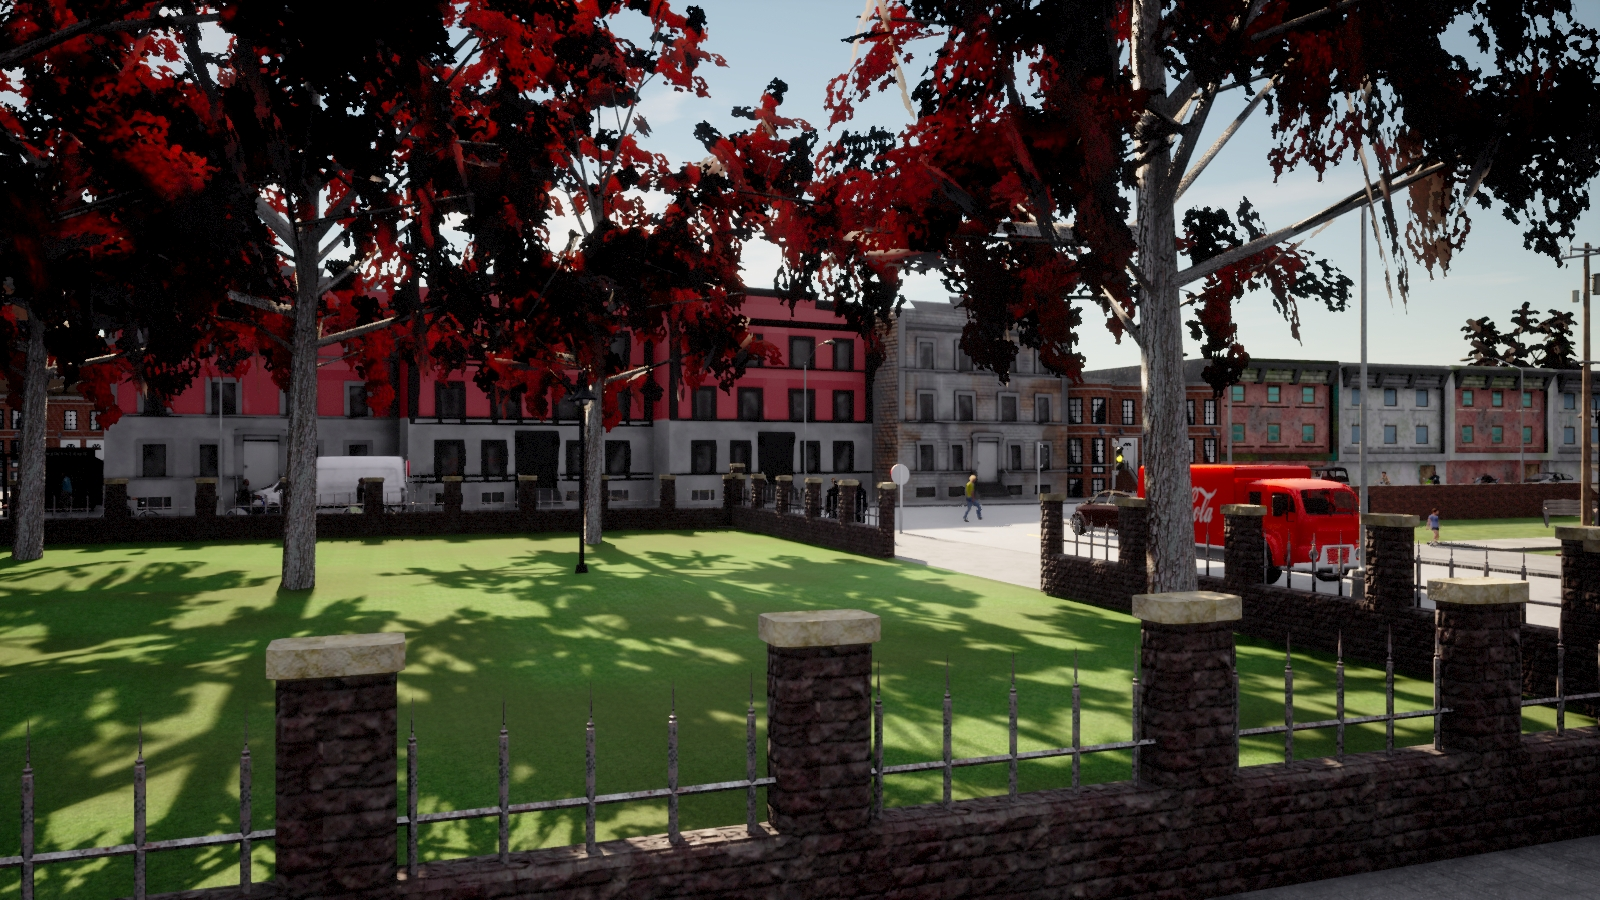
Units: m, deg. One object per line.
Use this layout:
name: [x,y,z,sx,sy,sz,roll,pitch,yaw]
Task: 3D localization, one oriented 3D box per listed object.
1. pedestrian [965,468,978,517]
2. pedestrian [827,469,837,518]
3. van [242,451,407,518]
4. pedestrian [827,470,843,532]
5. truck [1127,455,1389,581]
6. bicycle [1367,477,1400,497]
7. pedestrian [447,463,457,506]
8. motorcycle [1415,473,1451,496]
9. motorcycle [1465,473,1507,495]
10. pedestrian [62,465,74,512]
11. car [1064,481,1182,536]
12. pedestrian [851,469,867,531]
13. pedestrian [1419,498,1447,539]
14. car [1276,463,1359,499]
pedestrian: [6.623,1.628,44.094,0.375,1.860,0.375,0,0,-19]
pedestrian: [1.198,1.628,42.885,0.375,1.860,0.375,0,0,0]
van: [-18.720,1.314,45.272,5.915,2.561,1.988,0,0,-20]
pedestrian: [1.056,1.525,34.293,0.375,1.860,0.375,0,0,-20]
truck: [9.964,1.348,25.442,2.627,2.467,5.204,0,0,-20]
bicycle: [32.543,2.036,63.766,1.487,1.080,0.859,0,0,-20]
pedestrian: [-15.447,1.524,50.756,0.375,1.860,0.375,0,0,-24]
motorcycle: [36.002,1.962,64.979,1.805,1.236,0.856,0,0,-20]
motorcycle: [39.853,1.985,66.375,2.209,1.251,0.867,0,0,-20]
pedestrian: [-29.346,1.522,45.790,0.375,1.860,0.375,0,0,-39]
car: [10.225,1.805,36.404,1.789,1.549,3.705,0,0,-20]
pedestrian: [1.789,1.525,34.887,0.375,1.860,0.375,0,0,-19]
pedestrian: [17.601,1.904,31.767,0.500,1.100,0.500,0,0,-24]
car: [28.140,1.638,62.162,3.866,1.878,1.905,0,0,-20]
